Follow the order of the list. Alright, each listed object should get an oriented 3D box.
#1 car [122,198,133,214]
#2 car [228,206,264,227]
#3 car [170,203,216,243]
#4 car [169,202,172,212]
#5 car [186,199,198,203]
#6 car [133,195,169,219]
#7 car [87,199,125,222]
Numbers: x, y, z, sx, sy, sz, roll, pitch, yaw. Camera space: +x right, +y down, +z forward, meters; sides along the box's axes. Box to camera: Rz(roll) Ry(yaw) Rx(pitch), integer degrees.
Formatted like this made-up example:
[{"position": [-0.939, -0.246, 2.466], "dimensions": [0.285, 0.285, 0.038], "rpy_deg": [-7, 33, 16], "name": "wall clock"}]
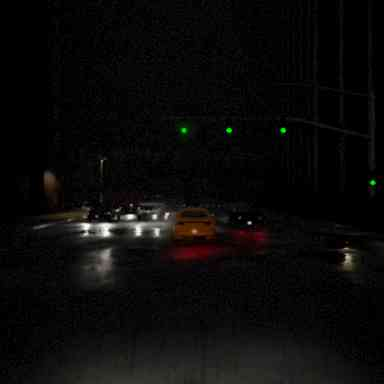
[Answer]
[{"position": [-7.033, 1.436, 36.377], "dimensions": [2.097, 1.767, 4.553], "rpy_deg": [0, 0, 1], "name": "car"}, {"position": [3.603, 1.654, 23.033], "dimensions": [1.895, 1.301, 4.718], "rpy_deg": [0, 0, 0], "name": "car"}, {"position": [0.102, 1.516, 16.489], "dimensions": [1.882, 1.535, 5.008], "rpy_deg": [0, 0, 0], "name": "car"}, {"position": [-3.503, 1.655, 39.502], "dimensions": [1.994, 1.385, 4.181], "rpy_deg": [0, 0, 0], "name": "car"}, {"position": [0.007, 1.682, 51.252], "dimensions": [1.994, 1.385, 4.181], "rpy_deg": [0, 0, 0], "name": "car"}, {"position": [-3.567, 1.291, 30.143], "dimensions": [2.150, 2.045, 5.566], "rpy_deg": [0, 0, 0], "name": "car"}, {"position": [-7.083, 1.568, 27.189], "dimensions": [1.837, 1.490, 4.892], "rpy_deg": [0, 0, 0], "name": "car"}]
